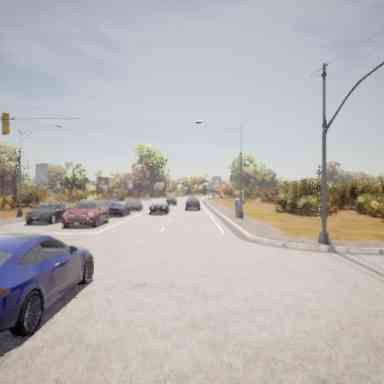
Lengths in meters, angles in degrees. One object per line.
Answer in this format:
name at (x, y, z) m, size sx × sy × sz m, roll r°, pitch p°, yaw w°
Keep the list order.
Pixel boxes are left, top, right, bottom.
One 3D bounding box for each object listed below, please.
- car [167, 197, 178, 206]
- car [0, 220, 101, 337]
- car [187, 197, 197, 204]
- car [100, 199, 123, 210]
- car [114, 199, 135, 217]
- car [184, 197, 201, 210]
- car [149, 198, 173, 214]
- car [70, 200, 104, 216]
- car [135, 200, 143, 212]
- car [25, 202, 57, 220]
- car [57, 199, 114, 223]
car at (-3.468, 1.548, 56.469) m, size 1.837 × 1.490 × 4.892 m, roll 0°, pitch 1°, yaw 1°
car at (-3.401, 1.530, 6.519) m, size 1.812 × 1.442 × 4.674 m, roll 0°, pitch 0°, yaw 0°
car at (0.042, 1.610, 64.368) m, size 1.994 × 1.385 × 4.181 m, roll 0°, pitch 0°, yaw 1°
car at (-10.501, 1.596, 43.433) m, size 1.994 × 1.385 × 4.181 m, roll 0°, pitch 0°, yaw 0°
car at (-7.063, 1.624, 31.529) m, size 1.895 × 1.301 × 4.718 m, roll 0°, pitch 0°, yaw 1°
car at (0.100, 1.533, 43.048) m, size 1.837 × 1.490 × 4.892 m, roll 0°, pitch -1°, yaw 0°
car at (-3.400, 1.627, 35.728) m, size 1.895 × 1.301 × 4.718 m, roll 0°, pitch 0°, yaw 0°
car at (-10.530, 1.589, 33.686) m, size 1.994 × 1.385 × 4.181 m, roll 0°, pitch 0°, yaw 2°
car at (-7.027, 1.593, 39.760) m, size 1.994 × 1.385 × 4.181 m, roll 0°, pitch 0°, yaw 0°
car at (-10.587, 1.523, 24.805) m, size 1.837 × 1.490 × 4.892 m, roll 0°, pitch 0°, yaw 0°
car at (-7.071, 1.369, 22.540) m, size 2.097 × 1.767 × 4.553 m, roll 0°, pitch 0°, yaw -1°
